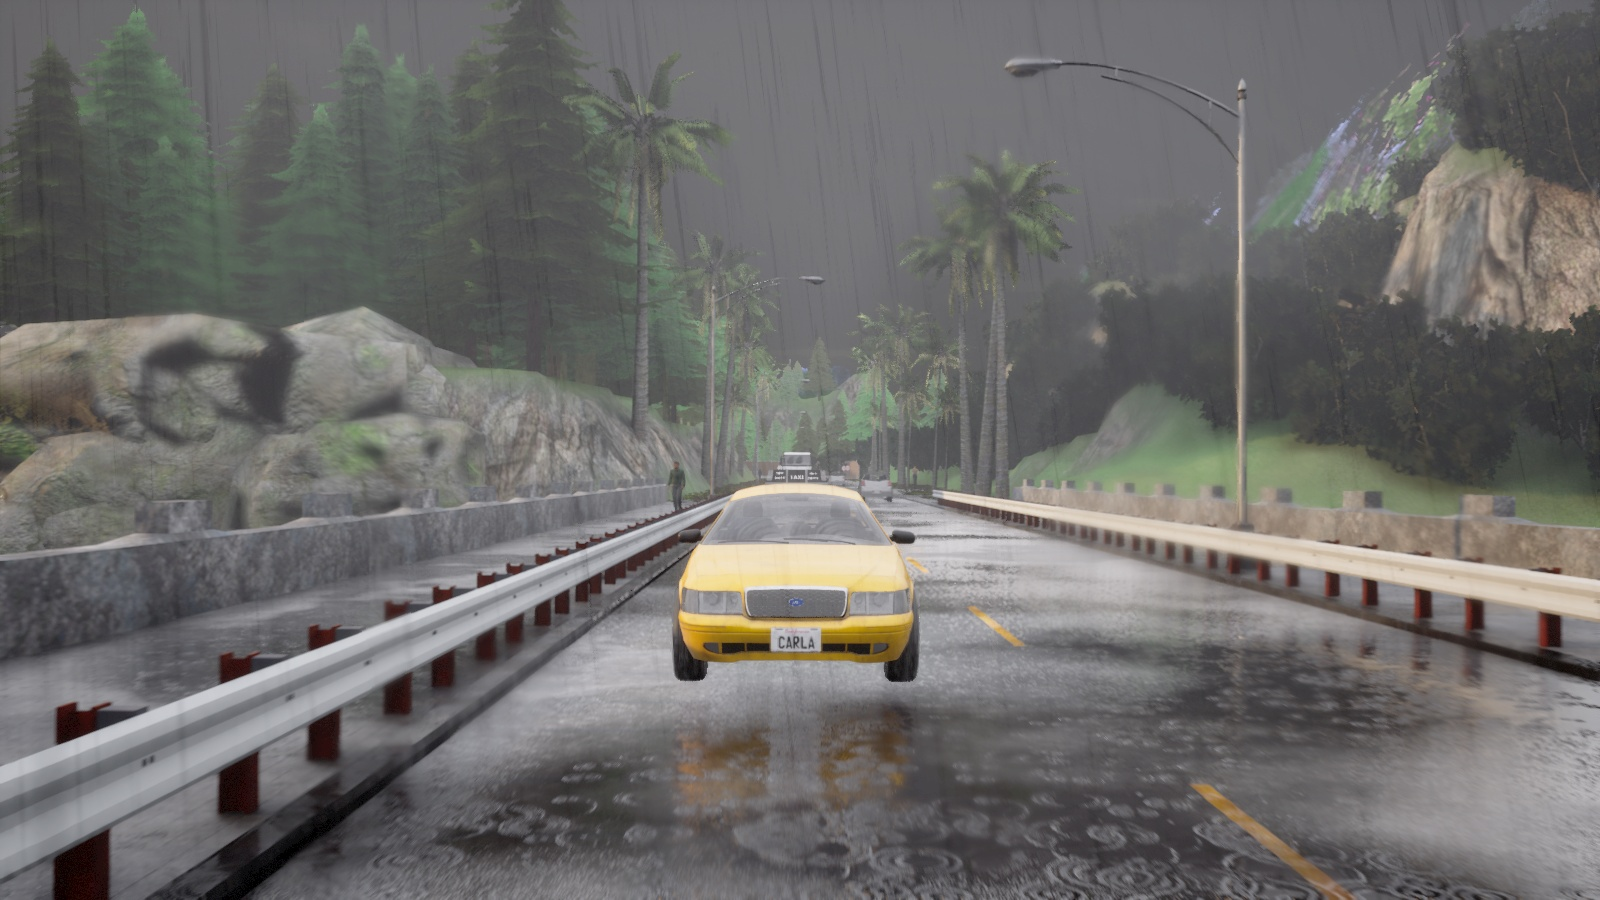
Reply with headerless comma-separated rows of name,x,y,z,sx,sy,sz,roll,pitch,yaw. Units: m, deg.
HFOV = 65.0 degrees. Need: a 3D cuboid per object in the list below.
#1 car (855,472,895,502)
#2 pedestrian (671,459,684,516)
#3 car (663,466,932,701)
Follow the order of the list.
car,3.861,1.904,65.152,1.845,1.501,3.633,0,-1,0
pedestrian,-4.040,1.234,41.390,0.353,1.847,0.614,0,-1,0
car,-0.024,0.940,11.140,1.801,1.575,5.366,0,-1,0
